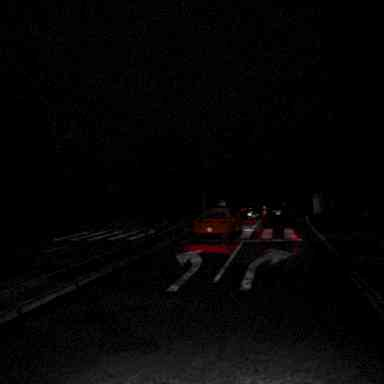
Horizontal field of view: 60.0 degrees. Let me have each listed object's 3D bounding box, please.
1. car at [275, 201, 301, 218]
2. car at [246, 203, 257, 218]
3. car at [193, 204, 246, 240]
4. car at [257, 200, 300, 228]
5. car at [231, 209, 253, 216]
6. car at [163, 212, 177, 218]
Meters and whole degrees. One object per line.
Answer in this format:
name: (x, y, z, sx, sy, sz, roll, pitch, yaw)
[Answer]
car: (9.593, 1.732, 33.064, 1.882, 1.535, 5.008, -3, -4, 22)
car: (5.780, 1.796, 31.616, 1.837, 1.490, 4.892, -3, -3, 17)
car: (1.470, 1.573, 17.632, 1.882, 1.535, 5.008, -3, -1, 16)
car: (5.772, 1.287, 21.951, 2.097, 1.767, 4.553, -3, -1, 17)
car: (10.793, 4.485, 71.498, 4.181, 1.385, 1.994, -4, -5, 34)
car: (-5.820, 5.171, 73.336, 4.902, 1.511, 2.128, 0, -5, -24)
